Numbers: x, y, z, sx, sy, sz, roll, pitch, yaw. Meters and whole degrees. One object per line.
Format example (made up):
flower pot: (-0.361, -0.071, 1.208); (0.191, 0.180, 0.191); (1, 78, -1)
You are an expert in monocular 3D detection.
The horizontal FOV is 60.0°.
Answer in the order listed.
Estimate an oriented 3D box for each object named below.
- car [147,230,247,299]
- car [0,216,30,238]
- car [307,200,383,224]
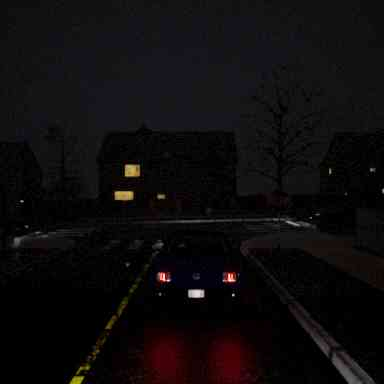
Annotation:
car: (0.151, 1.600, 8.392); (1.895, 1.301, 4.718); (0, 0, 2)
car: (-11.720, 1.757, 18.677); (4.892, 1.490, 1.837); (-1, 1, 0)
car: (10.382, 1.234, 21.626); (5.357, 1.411, 2.033); (-1, 1, 0)
